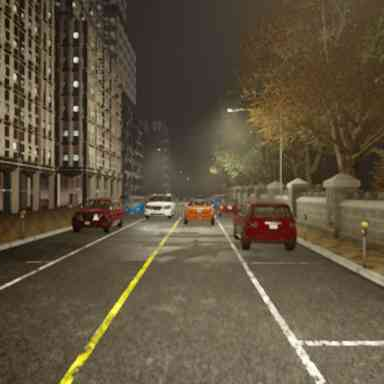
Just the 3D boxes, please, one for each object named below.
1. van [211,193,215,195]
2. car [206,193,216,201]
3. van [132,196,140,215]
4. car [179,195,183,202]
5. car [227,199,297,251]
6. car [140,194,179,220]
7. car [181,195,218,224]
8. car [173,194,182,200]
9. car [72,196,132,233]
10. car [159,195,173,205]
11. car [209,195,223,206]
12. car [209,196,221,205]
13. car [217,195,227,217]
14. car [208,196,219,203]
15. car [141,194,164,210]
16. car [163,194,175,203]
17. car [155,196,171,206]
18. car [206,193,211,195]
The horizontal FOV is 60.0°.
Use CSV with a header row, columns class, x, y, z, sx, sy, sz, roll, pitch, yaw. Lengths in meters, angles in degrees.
class,x,y,z,sx,sy,sz,roll,pitch,yaw
van,3.536,1.247,41.360,1.690,1.788,3.998,1,0,1
car,4.437,1.086,79.700,2.192,1.841,5.009,1,0,1
van,-5.098,1.277,30.650,1.690,1.788,3.998,1,0,1
car,-1.528,1.331,68.594,2.128,1.511,4.902,0,0,1
car,2.893,1.290,13.974,2.192,1.841,5.009,1,0,1
car,-2.580,1.164,27.937,2.150,2.045,5.566,0,0,1
car,0.538,1.303,24.323,2.097,1.767,4.553,0,0,1
car,-3.815,1.300,85.378,2.008,1.369,4.403,1,0,1
car,-5.355,1.278,19.704,2.192,1.841,5.009,1,0,1
car,-4.456,1.295,58.015,1.967,1.590,4.097,1,0,1
car,3.793,1.313,52.314,1.967,1.590,4.097,1,0,1
car,3.920,1.420,57.793,1.947,1.339,4.313,1,0,1
car,3.278,1.376,30.405,1.967,1.590,4.097,1,0,1
car,4.048,1.417,63.269,1.802,1.307,4.206,1,0,1
car,-4.841,1.221,41.595,2.192,1.841,5.009,1,0,1
car,-4.328,1.275,63.487,1.967,1.590,4.097,1,0,1
car,-4.586,1.423,52.541,2.008,1.369,4.403,1,0,1
car,0.948,1.257,41.884,2.097,1.767,4.553,0,0,1
